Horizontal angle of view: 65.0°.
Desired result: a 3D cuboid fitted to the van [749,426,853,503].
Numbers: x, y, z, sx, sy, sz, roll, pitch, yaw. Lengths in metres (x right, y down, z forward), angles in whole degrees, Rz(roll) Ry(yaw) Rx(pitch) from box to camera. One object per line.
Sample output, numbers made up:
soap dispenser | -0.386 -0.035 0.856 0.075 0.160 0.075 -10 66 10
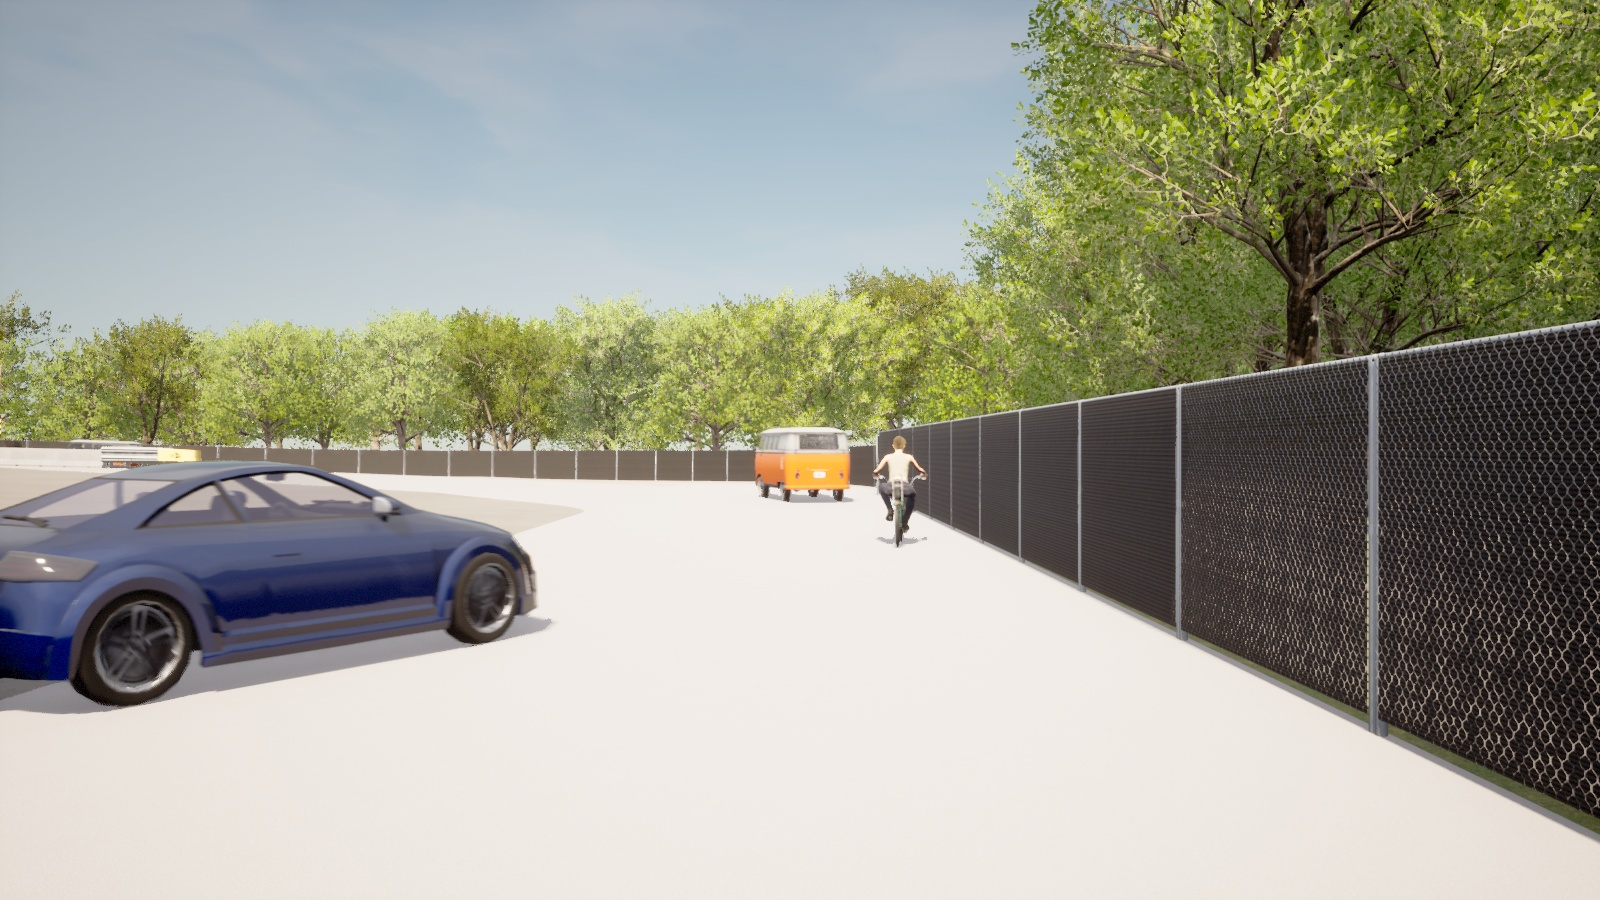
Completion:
van | -0.044 0.372 34.752 1.775 1.987 4.442 0 0 -15

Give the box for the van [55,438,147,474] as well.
van | -41.788 0.356 75.115 4.442 1.987 1.775 2 -2 1

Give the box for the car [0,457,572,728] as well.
car | -3.786 0.760 8.891 1.994 1.385 4.181 1 0 31

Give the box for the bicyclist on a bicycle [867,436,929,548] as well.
bicyclist on a bicycle | 1.493 0.603 18.852 0.866 1.612 1.509 0 0 7
